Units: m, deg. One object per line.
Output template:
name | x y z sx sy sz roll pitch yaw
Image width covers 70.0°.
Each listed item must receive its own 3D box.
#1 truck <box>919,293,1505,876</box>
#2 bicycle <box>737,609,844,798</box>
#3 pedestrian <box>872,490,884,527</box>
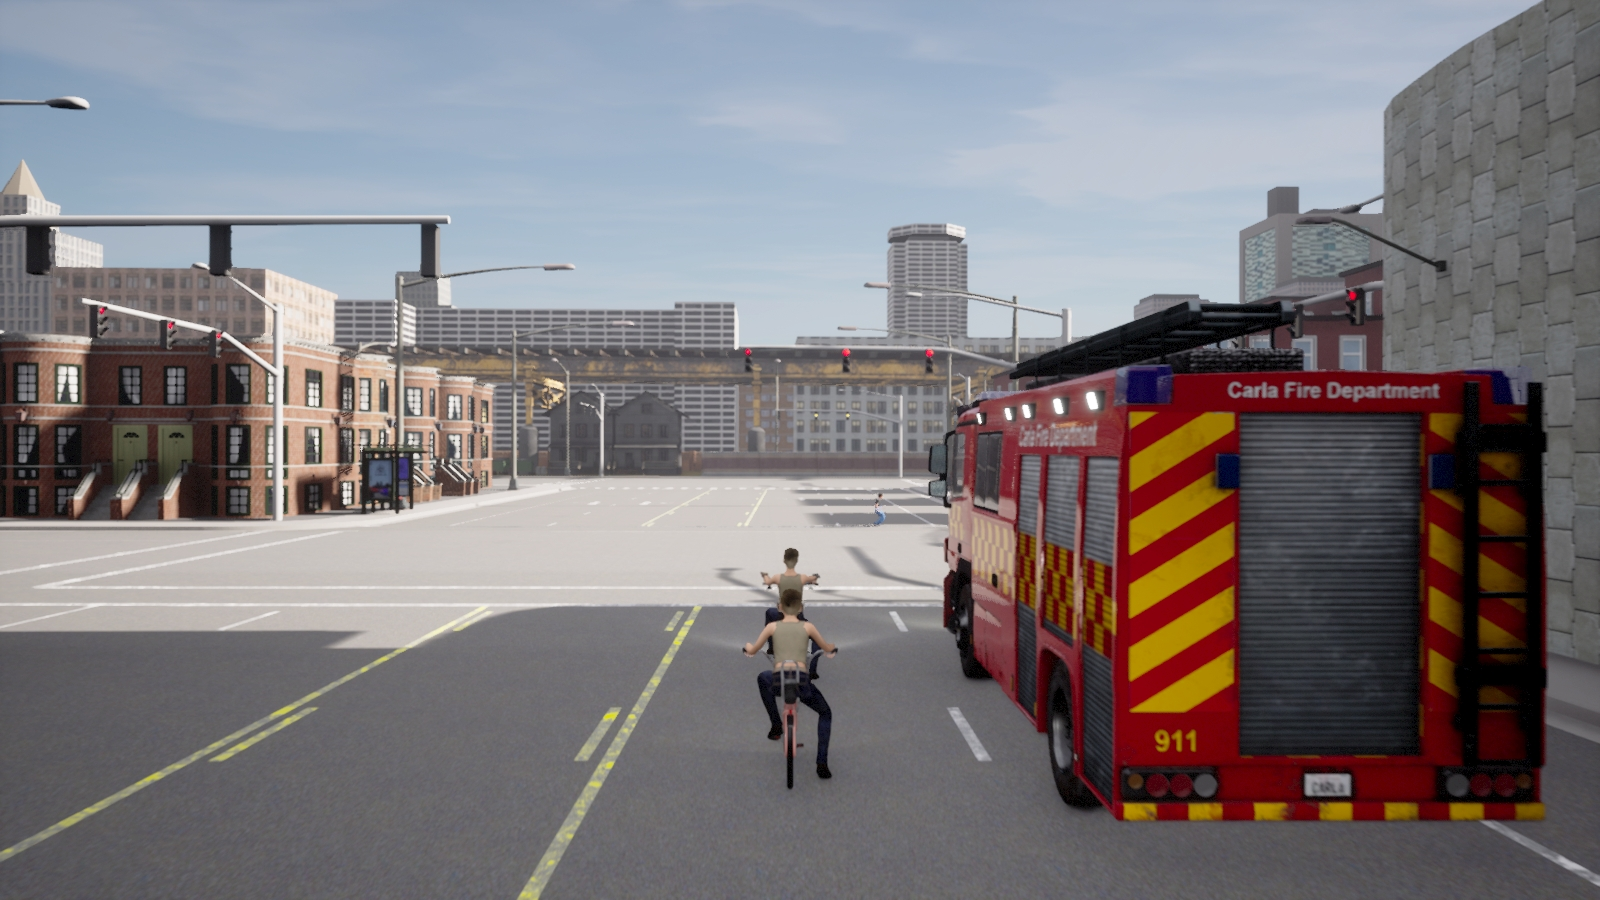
truck | 3.152 0.885 11.749 2.891 3.827 8.468 0 0 -1
bicycle | -0.084 2.134 9.901 0.859 1.301 1.487 0 0 -1
pedestrian | 2.791 2.095 40.828 0.375 1.300 0.375 0 0 0
